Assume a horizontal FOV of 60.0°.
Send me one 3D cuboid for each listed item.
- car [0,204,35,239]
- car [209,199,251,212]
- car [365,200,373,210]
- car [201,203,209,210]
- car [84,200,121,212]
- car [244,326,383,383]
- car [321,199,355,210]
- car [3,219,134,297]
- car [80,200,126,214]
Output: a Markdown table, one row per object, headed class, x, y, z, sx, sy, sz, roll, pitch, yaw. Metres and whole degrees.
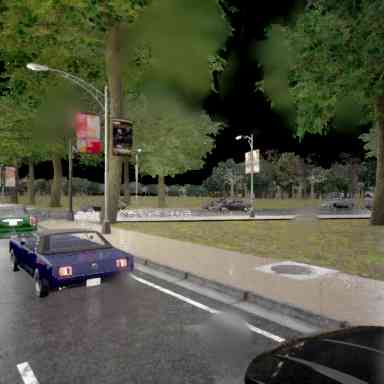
| class | x | y | z | sx | sy | sz | roll | pitch | yaw |
| --- | --- | --- | --- | --- | --- | --- | --- | --- | --- |
| car | -8.909 | 1.352 | 15.837 | 2.097 | 1.767 | 4.553 | 0 | 0 | -38 |
| car | 4.993 | 1.690 | 40.607 | 4.892 | 1.490 | 1.837 | 1 | 0 | -14 |
| car | 26.813 | 1.552 | 46.115 | 5.566 | 2.045 | 2.150 | 1 | 0 | -14 |
| car | 3.582 | 1.685 | 43.601 | 4.892 | 1.490 | 1.837 | 0 | 0 | -14 |
| car | -10.713 | 1.661 | 39.943 | 4.181 | 1.385 | 1.994 | 0 | 0 | -15 |
| car | 2.352 | 1.478 | 1.244 | 1.882 | 1.535 | 5.008 | 0 | 0 | -38 |
| car | 21.073 | 1.785 | 48.045 | 4.902 | 1.511 | 2.128 | 1 | 0 | -14 |
| car | -3.419 | 1.601 | 8.719 | 1.895 | 1.301 | 4.718 | 0 | 0 | -38 |
| car | -9.751 | 1.590 | 36.834 | 4.902 | 1.511 | 2.128 | 0 | 0 | -14 |
